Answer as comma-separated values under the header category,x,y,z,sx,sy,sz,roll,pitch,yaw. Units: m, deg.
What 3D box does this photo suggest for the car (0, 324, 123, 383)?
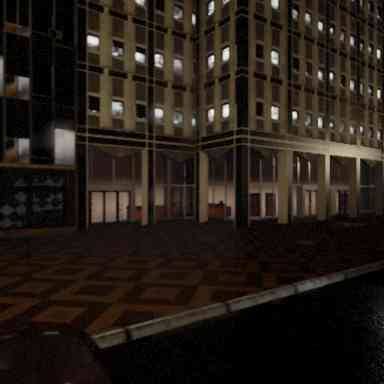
category,x,y,z,sx,sy,sz,roll,pitch,yaw
car,-2.829,1.553,1.286,5.357,1.411,2.033,0,0,-35
